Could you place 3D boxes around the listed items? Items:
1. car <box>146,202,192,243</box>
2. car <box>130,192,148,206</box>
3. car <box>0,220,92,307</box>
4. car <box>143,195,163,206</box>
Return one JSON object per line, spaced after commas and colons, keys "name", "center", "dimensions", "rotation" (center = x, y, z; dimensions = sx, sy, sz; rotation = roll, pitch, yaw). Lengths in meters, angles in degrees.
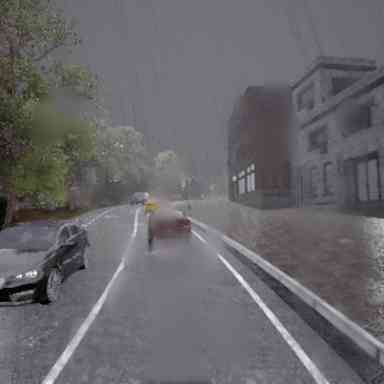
{"name": "car", "center": [-1.173, 1.479, 16.145], "dimensions": [1.882, 1.535, 5.008], "rotation": [1, 0, -7]}
{"name": "car", "center": [-8.044, 1.029, 51.734], "dimensions": [2.150, 2.045, 5.566], "rotation": [-1, 0, 4]}
{"name": "car", "center": [-3.795, 1.489, 8.131], "dimensions": [2.128, 1.511, 4.902], "rotation": [0, 0, -5]}
{"name": "car", "center": [-3.853, 1.393, 34.428], "dimensions": [1.882, 1.535, 5.008], "rotation": [1, 0, -8]}
